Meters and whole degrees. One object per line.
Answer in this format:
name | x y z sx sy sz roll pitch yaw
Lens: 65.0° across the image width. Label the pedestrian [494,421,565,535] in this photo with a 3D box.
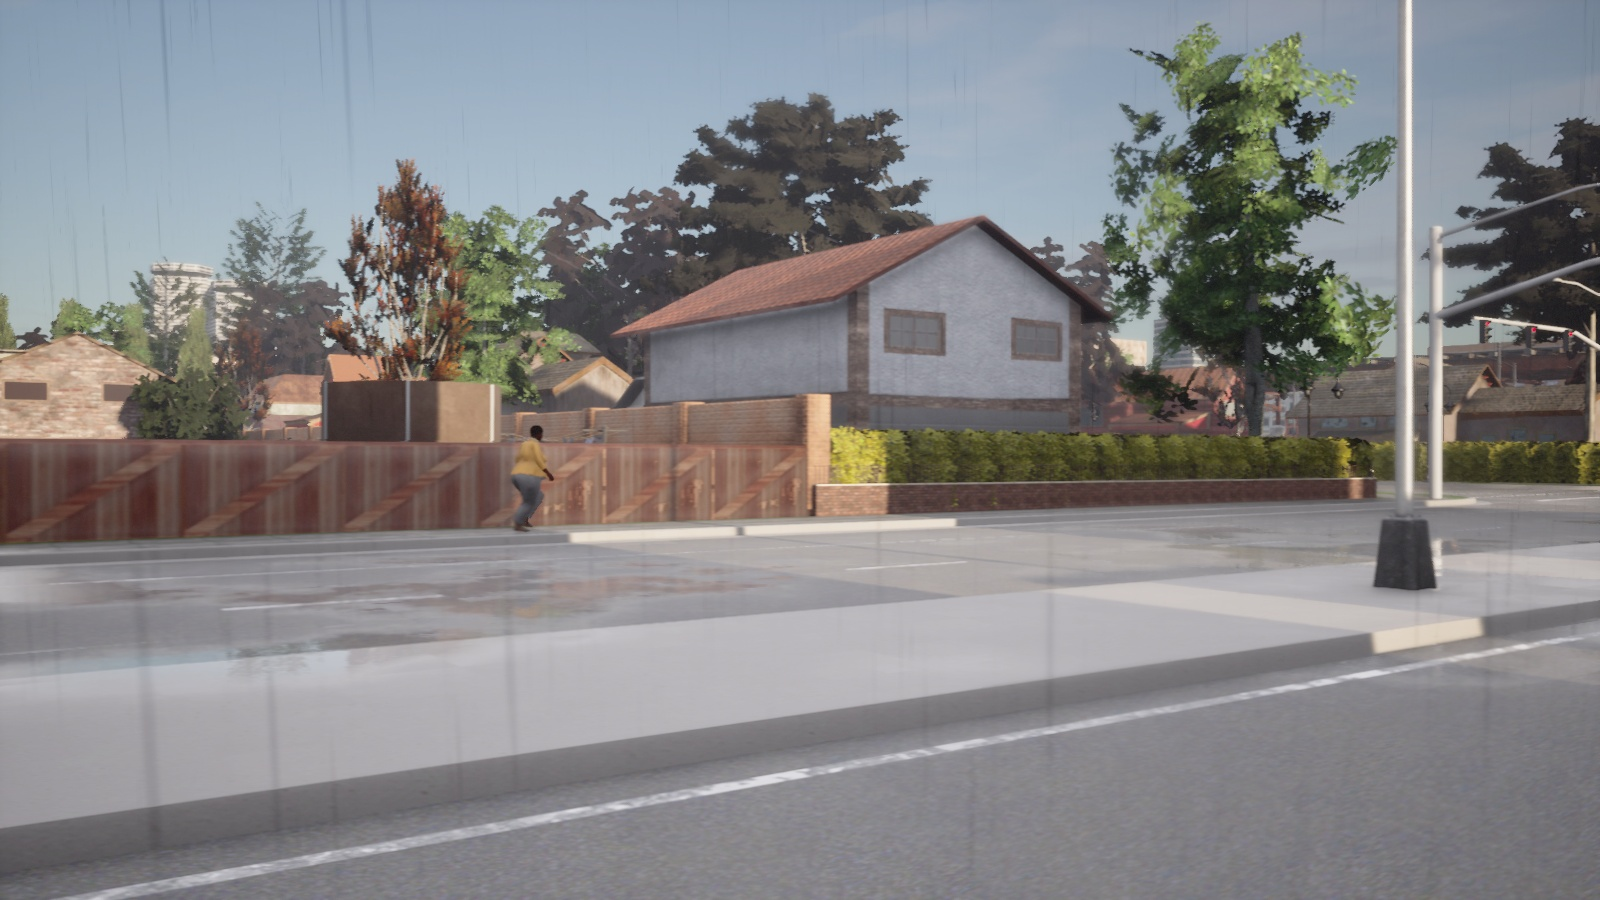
pedestrian | -4.550 0.461 21.101 0.900 1.855 0.874 0 0 -36
